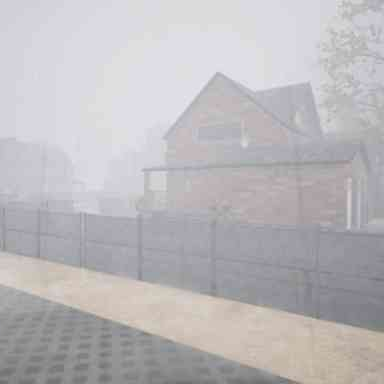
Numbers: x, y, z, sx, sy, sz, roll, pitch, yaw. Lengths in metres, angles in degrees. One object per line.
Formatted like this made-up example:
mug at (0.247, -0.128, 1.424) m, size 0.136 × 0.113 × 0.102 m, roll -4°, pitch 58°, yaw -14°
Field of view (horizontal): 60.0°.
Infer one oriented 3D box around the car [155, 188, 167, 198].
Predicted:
car at (-2.726, 0.354, 44.469) m, size 2.150 × 2.045 × 5.566 m, roll 1°, pitch 2°, yaw 36°

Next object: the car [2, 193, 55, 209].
car at (-14.053, 0.944, 28.573) m, size 2.097 × 1.767 × 4.553 m, roll 1°, pitch 2°, yaw 35°
